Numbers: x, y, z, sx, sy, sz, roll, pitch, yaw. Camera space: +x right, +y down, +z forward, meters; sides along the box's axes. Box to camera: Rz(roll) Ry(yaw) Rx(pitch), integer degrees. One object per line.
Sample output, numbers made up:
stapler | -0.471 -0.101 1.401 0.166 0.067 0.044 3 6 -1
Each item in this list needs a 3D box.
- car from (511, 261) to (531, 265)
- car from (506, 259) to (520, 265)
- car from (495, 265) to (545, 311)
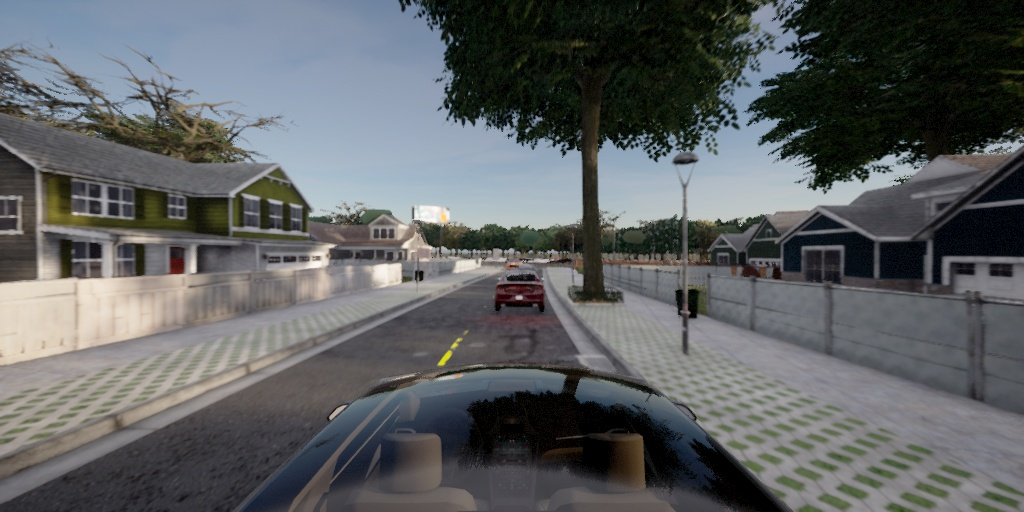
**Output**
car | 1.169 1.394 28.972 1.837 1.490 4.892 0 0 5
car | 0.305 1.198 52.983 2.097 1.767 4.553 0 0 5
car | 0.376 1.325 15.148 1.882 1.535 5.008 0 0 3
